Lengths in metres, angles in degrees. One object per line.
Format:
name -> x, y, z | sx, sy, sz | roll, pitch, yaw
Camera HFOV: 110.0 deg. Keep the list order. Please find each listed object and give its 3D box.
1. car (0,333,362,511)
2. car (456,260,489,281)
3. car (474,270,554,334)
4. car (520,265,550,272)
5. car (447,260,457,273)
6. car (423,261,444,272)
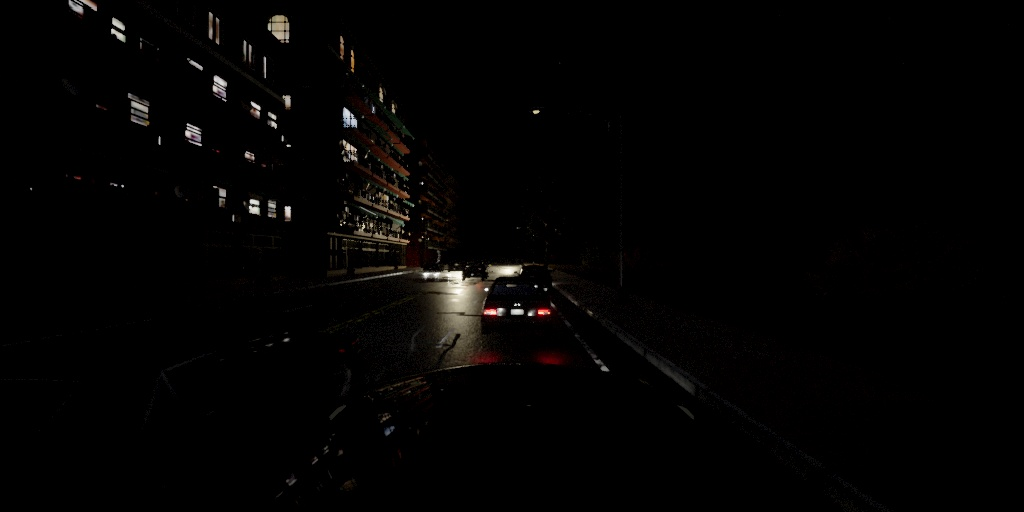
car -> -3.150, 1.351, 3.188 | 1.895, 1.301, 4.718 | 0, 0, 0
car -> -3.087, 1.244, 30.477 | 2.128, 1.511, 4.902 | 0, 0, 0
car -> 0.120, 1.299, 10.531 | 2.033, 1.411, 5.357 | 0, 0, 0
car -> 1.177, 1.257, 20.219 | 1.837, 1.490, 4.892 | 0, 0, 0
car -> -6.510, 1.256, 42.976 | 1.837, 1.490, 4.892 | 0, 0, 0
car -> -9.755, 1.315, 44.816 | 1.994, 1.385, 4.181 | 0, 0, 0
